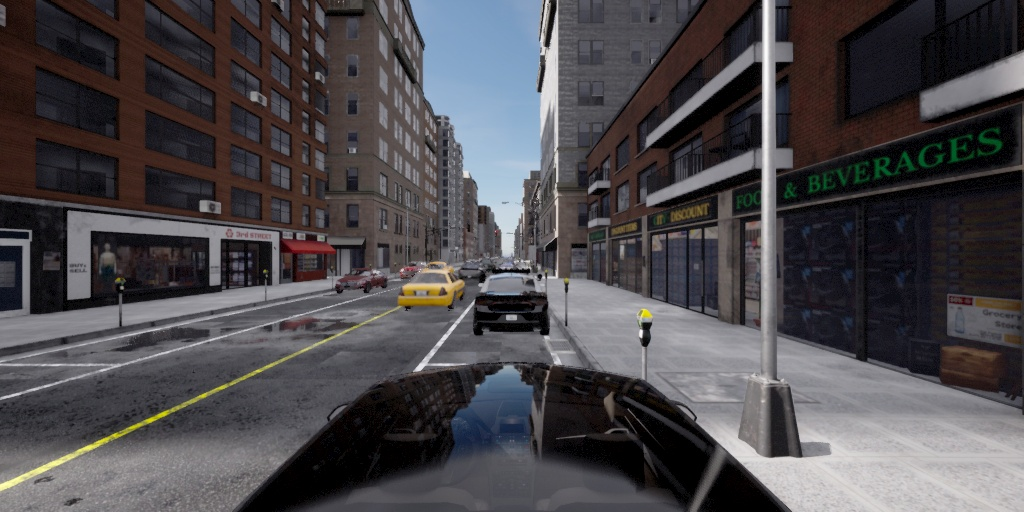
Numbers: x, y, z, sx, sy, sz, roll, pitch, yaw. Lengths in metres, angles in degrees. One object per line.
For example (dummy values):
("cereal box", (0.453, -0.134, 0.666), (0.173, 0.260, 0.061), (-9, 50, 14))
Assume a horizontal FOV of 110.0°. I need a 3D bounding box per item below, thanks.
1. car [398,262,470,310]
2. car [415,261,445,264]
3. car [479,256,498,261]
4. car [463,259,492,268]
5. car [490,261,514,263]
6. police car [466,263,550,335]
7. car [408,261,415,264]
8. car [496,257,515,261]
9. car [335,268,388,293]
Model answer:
("car", (-3.020, 1.209, 14.525), (1.801, 1.575, 5.366), (0, 0, 0))
("car", (-5.865, 1.228, 28.296), (1.882, 1.535, 5.008), (0, 0, 0))
("car", (-2.936, 1.103, 43.101), (2.097, 1.767, 4.553), (0, 0, 0))
("car", (-2.940, 1.242, 27.438), (2.128, 1.511, 4.902), (0, 0, 0))
("car", (-0.383, 1.300, 25.913), (2.007, 1.370, 4.403), (0, 0, 0))
("police car", (-0.012, 1.175, 10.610), (1.930, 1.638, 5.238), (0, 0, 0))
("car", (-8.408, 1.190, 31.425), (1.967, 1.591, 4.097), (0, 0, 0))
("car", (-0.383, 1.190, 36.951), (1.967, 1.591, 4.097), (0, 0, 0))
("car", (-8.408, 1.332, 20.388), (1.802, 1.307, 4.207), (0, 0, 0))
